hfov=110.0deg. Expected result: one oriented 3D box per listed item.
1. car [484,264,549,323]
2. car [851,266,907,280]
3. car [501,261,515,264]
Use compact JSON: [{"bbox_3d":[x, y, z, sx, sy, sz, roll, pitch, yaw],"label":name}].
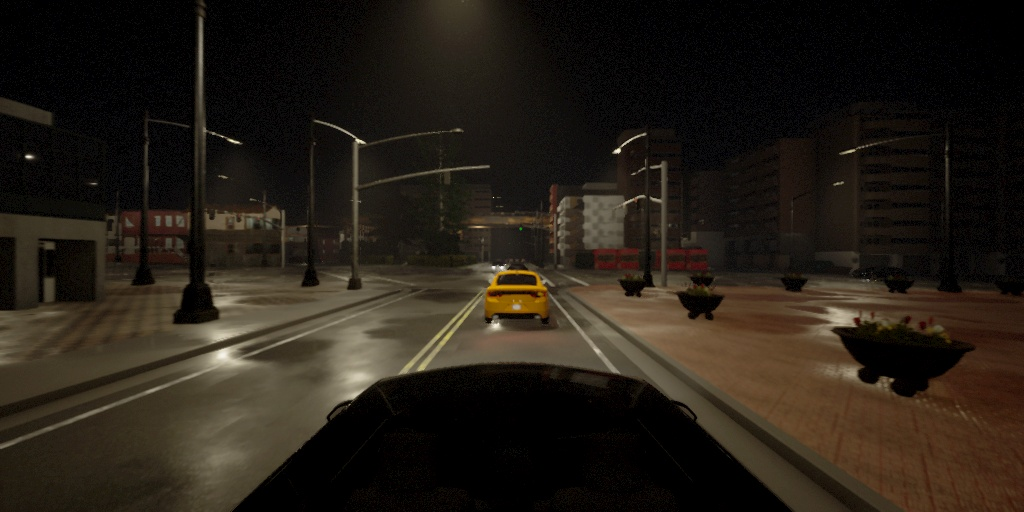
[{"bbox_3d":[0.172,1.218,12.145,1.882,1.535,5.008,0,0,1],"label":"car"},{"bbox_3d":[39.755,1.858,38.884,4.892,1.490,1.837,2,0,1],"label":"car"},{"bbox_3d":[0.381,1.313,28.127,1.994,1.385,4.181,0,0,1],"label":"car"}]
